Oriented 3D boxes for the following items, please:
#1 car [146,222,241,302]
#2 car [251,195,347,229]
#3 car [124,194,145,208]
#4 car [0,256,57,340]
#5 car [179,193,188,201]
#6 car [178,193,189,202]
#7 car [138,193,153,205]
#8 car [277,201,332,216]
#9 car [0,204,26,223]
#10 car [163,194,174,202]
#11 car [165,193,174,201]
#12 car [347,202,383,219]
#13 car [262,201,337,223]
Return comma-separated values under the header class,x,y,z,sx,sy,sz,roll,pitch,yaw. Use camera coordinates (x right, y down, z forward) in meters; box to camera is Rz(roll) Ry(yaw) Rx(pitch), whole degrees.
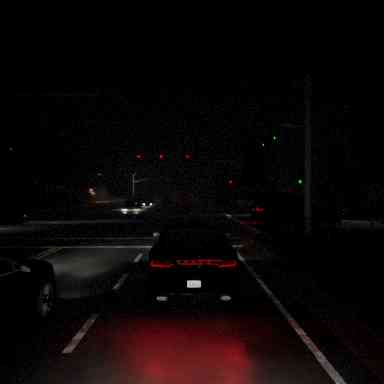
class,x,y,z,sx,sy,sz,roll,pitch,yaw
car,0.001,1.478,8.365,1.882,1.535,5.008,0,0,-1
car,6.601,1.221,21.480,5.566,2.045,2.150,0,0,-2
car,-8.307,1.477,47.102,1.882,1.535,5.008,0,0,-1
car,-3.468,1.492,4.374,2.128,1.511,4.902,0,0,0
car,-2.182,1.225,84.962,2.150,2.045,5.566,0,0,-1
car,-1.900,1.225,74.229,2.150,2.045,5.566,0,0,-1
car,-8.545,1.221,57.087,2.150,2.045,5.566,0,0,-1
car,10.866,1.601,32.336,4.718,1.301,1.895,0,0,-2
car,-14.792,1.492,24.230,4.902,1.511,2.128,0,0,-10
car,-5.415,1.533,74.529,2.033,1.411,5.357,0,0,-1
car,-5.688,1.269,85.134,2.097,1.767,4.553,0,0,-1
car,14.762,1.564,28.946,4.181,1.385,1.994,0,0,-2
car,8.000,1.477,25.022,5.008,1.535,1.882,0,0,-2
